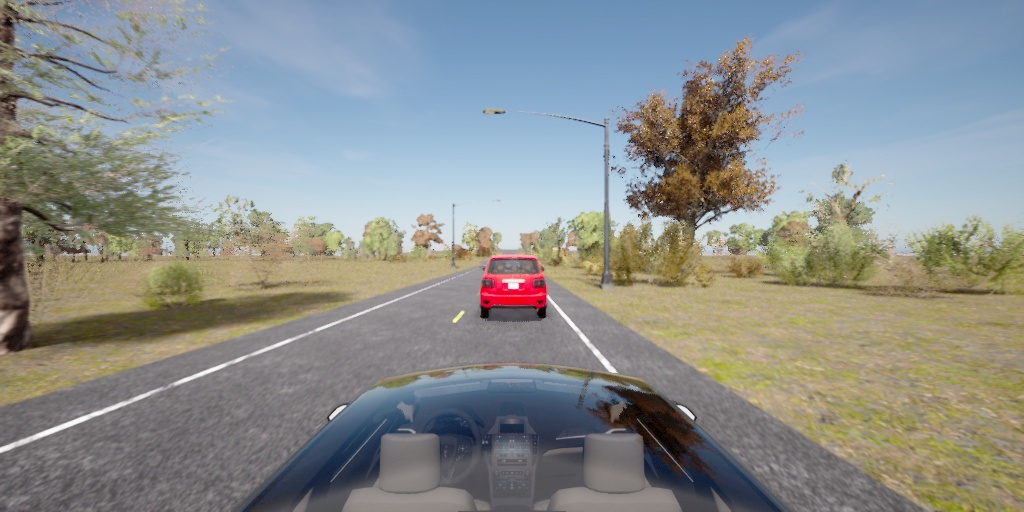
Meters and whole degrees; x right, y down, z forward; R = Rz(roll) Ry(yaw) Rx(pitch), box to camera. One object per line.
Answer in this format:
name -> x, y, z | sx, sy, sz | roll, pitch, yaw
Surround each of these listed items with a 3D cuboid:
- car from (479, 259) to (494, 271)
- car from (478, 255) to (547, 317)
car -> -3.591, 1.252, 51.153 | 1.812, 1.442, 4.674 | 0, 0, 0
car -> 0.062, 0.970, 13.284 | 2.150, 2.045, 5.566 | 0, 0, 0
